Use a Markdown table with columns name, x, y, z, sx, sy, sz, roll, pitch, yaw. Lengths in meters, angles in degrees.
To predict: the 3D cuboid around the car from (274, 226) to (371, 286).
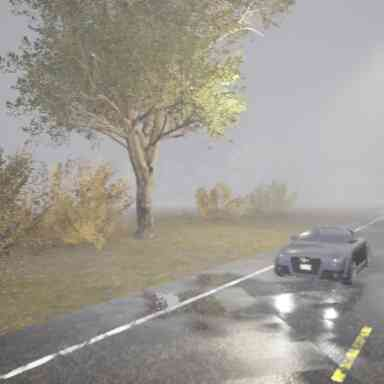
| name | x | y | z | sx | sy | sz | roll | pitch | yaw |
| --- | --- | --- | --- | --- | --- | --- | --- | --- | --- |
| car | 4.100 | 1.761 | 10.163 | 1.994 | 1.385 | 4.181 | -2 | -2 | 37 |
